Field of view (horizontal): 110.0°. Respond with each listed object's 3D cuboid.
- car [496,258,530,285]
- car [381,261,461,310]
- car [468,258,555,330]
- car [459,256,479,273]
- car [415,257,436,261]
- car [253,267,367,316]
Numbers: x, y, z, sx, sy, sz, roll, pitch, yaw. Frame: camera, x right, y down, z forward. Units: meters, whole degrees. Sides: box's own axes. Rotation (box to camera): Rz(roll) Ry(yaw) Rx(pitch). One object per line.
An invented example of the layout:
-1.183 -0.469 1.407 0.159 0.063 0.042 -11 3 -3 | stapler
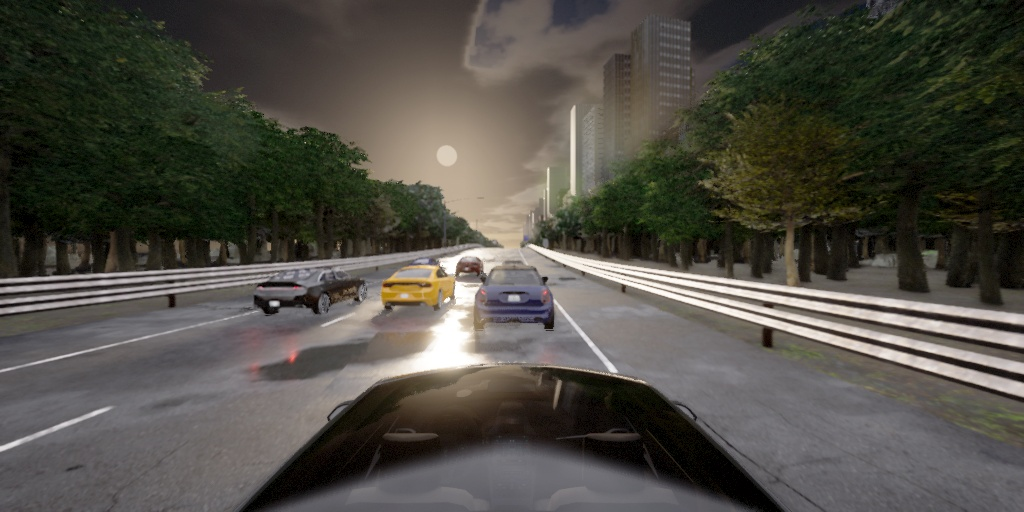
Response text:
0.068 0.964 24.008 2.033 1.411 5.357 0 2 1 | car
-3.412 1.107 13.915 1.882 1.535 5.008 0 0 0 | car
0.068 1.024 10.961 2.097 1.767 4.553 0 1 0 | car
-3.392 0.736 29.371 1.882 1.535 5.008 0 2 0 | car
-6.894 0.803 28.744 1.812 1.442 4.674 0 2 0 | car
-6.918 1.137 12.898 2.128 1.511 4.902 0 1 0 | car
